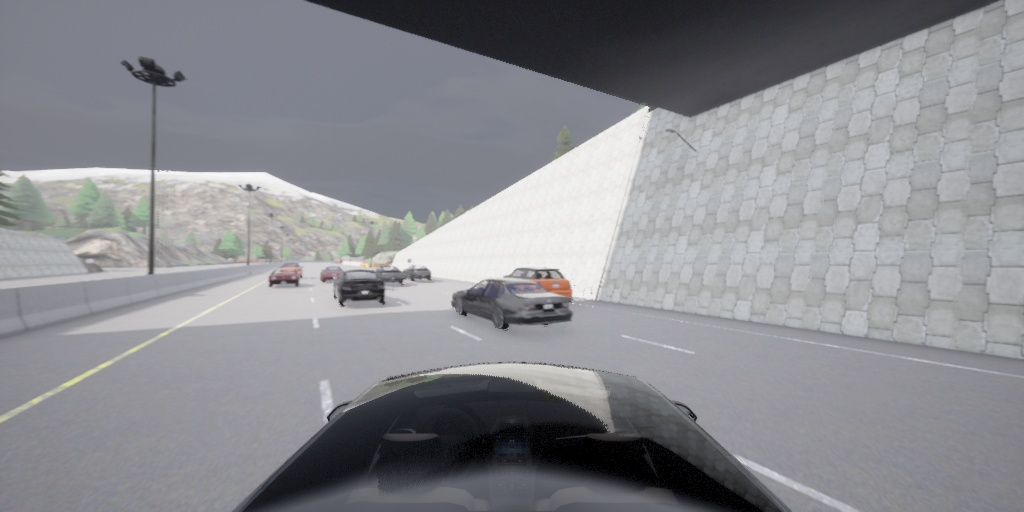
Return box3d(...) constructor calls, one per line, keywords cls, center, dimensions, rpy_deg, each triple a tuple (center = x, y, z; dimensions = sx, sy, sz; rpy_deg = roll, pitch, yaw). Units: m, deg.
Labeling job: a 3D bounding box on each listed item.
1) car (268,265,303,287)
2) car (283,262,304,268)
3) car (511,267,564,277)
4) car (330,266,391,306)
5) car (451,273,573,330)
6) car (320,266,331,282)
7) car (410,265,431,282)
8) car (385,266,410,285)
box3d(cls="car", center=(-17.045, 1.599, 26.992), dimensions=(1.895, 1.301, 4.718), rpy_deg=(1, -1, -30))
box3d(cls="car", center=(-23.050, 1.457, 37.497), dimensions=(2.097, 1.767, 4.553), rpy_deg=(1, -1, -30))
box3d(cls="car", center=(0.790, 1.302, 16.963), dimensions=(2.097, 1.767, 4.553), rpy_deg=(1, -1, -30))
box3d(cls="car", center=(-7.353, 1.392, 17.098), dimensions=(1.882, 1.535, 5.008), rpy_deg=(1, -1, -30))
box3d(cls="car", center=(-0.278, 1.426, 11.781), dimensions=(2.033, 1.411, 5.357), rpy_deg=(1, -1, -30))
box3d(cls="car", center=(-16.479, 1.643, 33.052), dimensions=(1.994, 1.385, 4.181), rpy_deg=(1, -1, -30))
box3d(cls="car", center=(-9.156, 1.621, 34.349), dimensions=(2.128, 1.511, 4.902), rpy_deg=(1, -1, -30))
box3d(cls="car", center=(-10.117, 1.547, 28.980), dimensions=(2.128, 1.511, 4.902), rpy_deg=(1, -1, -30))
